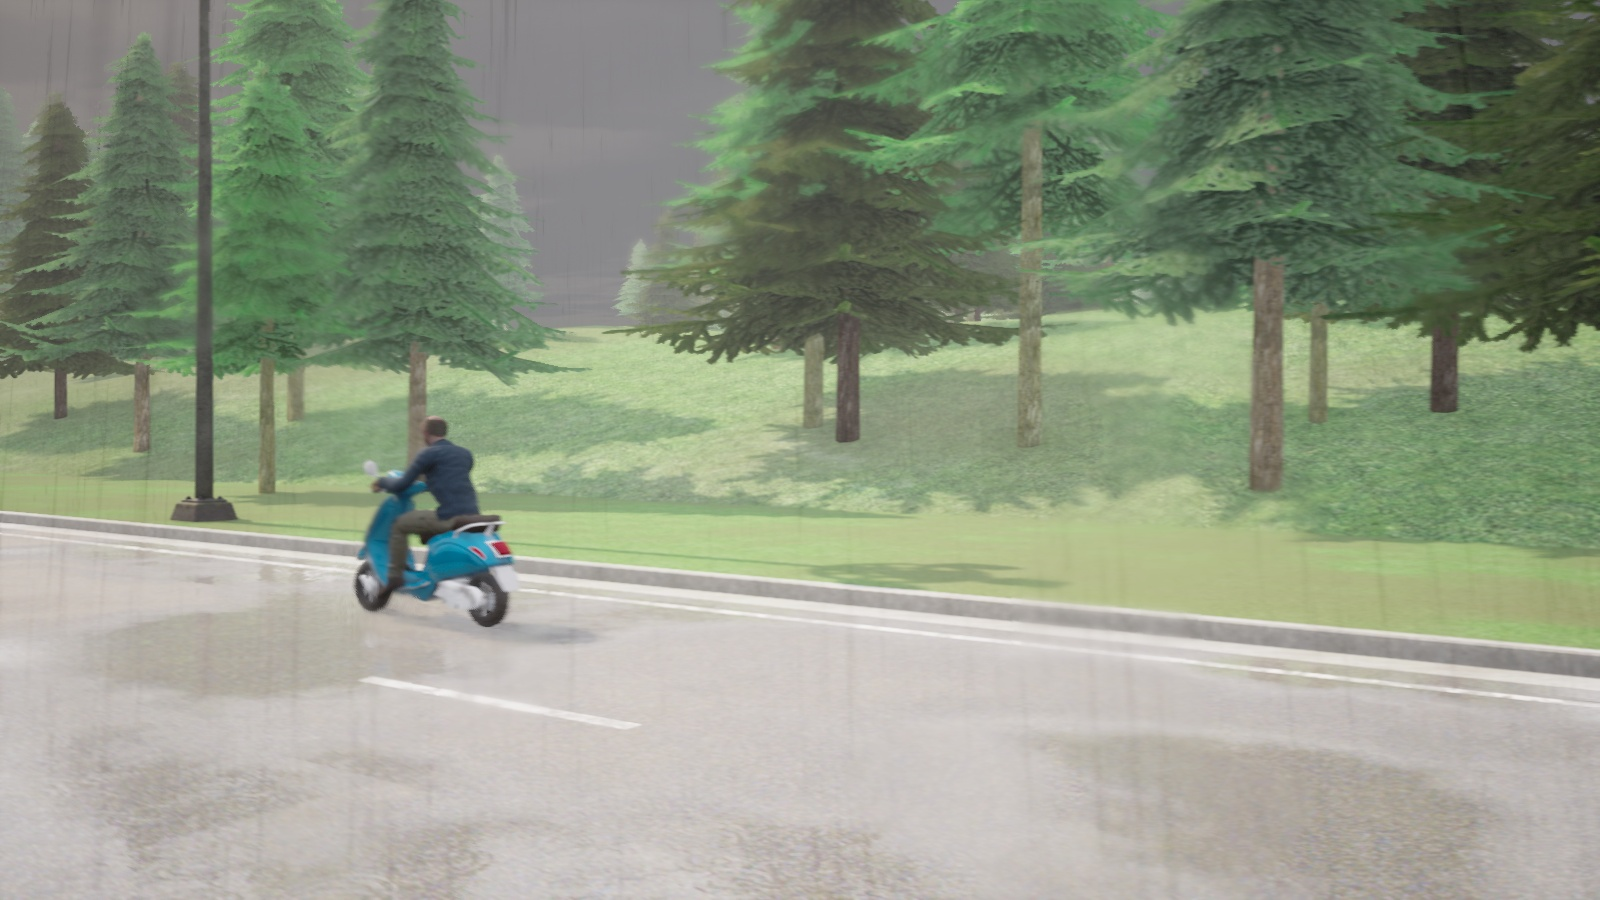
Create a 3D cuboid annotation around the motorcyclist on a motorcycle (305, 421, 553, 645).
[{"bbox_3d":[-2.892,0.580,9.746,1.817,1.590,0.866,0,1,34],"label":"motorcyclist on a motorcycle"}]
